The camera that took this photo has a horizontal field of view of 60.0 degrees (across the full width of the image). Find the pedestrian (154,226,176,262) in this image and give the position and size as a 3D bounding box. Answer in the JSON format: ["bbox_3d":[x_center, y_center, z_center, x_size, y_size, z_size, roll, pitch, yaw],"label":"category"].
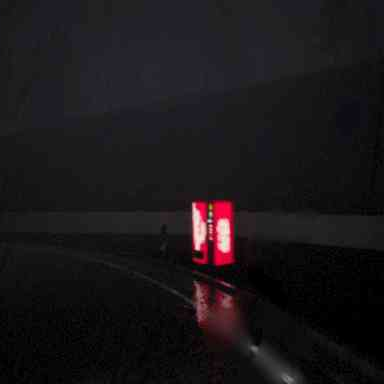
[{"bbox_3d":[-0.846,1.227,10.469,0.375,1.860,0.375,-1,0,-37],"label":"pedestrian"}]

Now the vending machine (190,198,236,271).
[{"bbox_3d":[0.648,1.254,10.389,1.100,2.100,0.880,-1,0,-34],"label":"vending machine"}]
